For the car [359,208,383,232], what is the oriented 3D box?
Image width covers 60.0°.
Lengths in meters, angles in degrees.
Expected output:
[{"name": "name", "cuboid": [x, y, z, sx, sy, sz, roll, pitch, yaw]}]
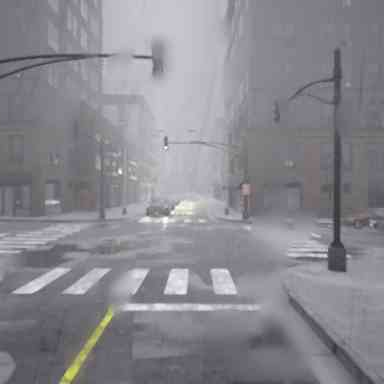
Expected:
[{"name": "car", "cuboid": [12.493, 1.607, 18.627, 4.902, 1.511, 2.128, 1, 0, 0]}]

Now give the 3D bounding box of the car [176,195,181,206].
[{"name": "car", "cuboid": [-2.986, 1.435, 50.999, 1.812, 1.442, 4.674, 0, 0, 0]}]

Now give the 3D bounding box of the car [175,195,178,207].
[{"name": "car", "cuboid": [-3.062, 1.457, 41.123, 1.812, 1.442, 4.674, 0, 0, 0]}]

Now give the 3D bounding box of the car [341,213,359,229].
[{"name": "car", "cuboid": [11.666, 1.672, 21.209, 4.206, 1.307, 1.802, 1, 0, 0]}]

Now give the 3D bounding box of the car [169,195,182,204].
[{"name": "car", "cuboid": [-2.982, 1.376, 61.079, 2.128, 1.511, 4.902, 0, 0, 0]}]

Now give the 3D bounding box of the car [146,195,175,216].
[{"name": "car", "cuboid": [-3.125, 1.302, 32.130, 2.097, 1.767, 4.553, 0, 0, 1]}]
